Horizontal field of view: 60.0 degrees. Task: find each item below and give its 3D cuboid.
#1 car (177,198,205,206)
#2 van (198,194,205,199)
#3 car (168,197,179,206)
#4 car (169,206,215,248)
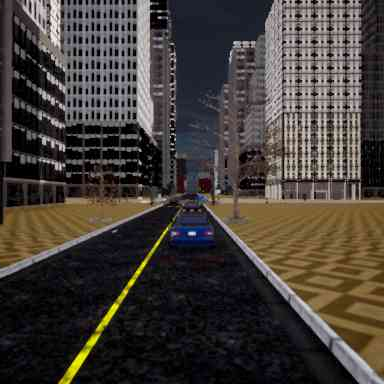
[{"bbox_3d":[0.000,1.562,29.650,2.033,1.411,5.357,0,0,0],"label":"car"},{"bbox_3d":[2.678,1.326,91.413,1.690,1.788,3.998,0,0,0],"label":"van"},{"bbox_3d":[-3.001,1.597,56.650,2.033,1.411,5.357,0,0,0],"label":"car"},{"bbox_3d":[0.000,1.562,14.650,2.033,1.411,5.357,0,0,0],"label":"car"}]
